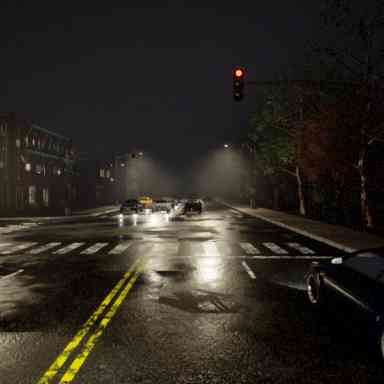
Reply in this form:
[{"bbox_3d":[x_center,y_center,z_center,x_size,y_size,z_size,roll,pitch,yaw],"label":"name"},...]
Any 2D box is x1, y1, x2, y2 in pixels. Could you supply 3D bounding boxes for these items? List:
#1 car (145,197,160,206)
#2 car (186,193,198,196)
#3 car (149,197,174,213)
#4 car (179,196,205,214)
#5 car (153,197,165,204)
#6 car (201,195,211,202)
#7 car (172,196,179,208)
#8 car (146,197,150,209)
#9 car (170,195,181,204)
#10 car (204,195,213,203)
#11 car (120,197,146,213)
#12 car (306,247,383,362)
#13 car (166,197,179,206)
[{"bbox_3d":[-6.595,1.545,55.815,1.994,1.385,4.181,0,0,0],"label":"car"},{"bbox_3d":[0.080,1.196,68.131,2.150,2.045,5.566,0,0,-1],"label":"car"},{"bbox_3d":[-3.352,1.515,36.972,1.812,1.442,4.674,0,0,0],"label":"car"},{"bbox_3d":[0.054,1.481,35.447,2.128,1.511,4.902,0,0,1],"label":"car"},{"bbox_3d":[-6.557,1.577,65.737,1.895,1.301,4.718,0,0,0],"label":"car"},{"bbox_3d":[3.223,1.509,78.568,2.033,1.411,5.357,0,0,0],"label":"car"},{"bbox_3d":[-3.354,1.476,46.240,2.128,1.511,4.902,0,0,0],"label":"car"},{"bbox_3d":[-6.603,1.463,45.904,1.882,1.535,5.008,0,0,0],"label":"car"},{"bbox_3d":[-3.304,1.453,66.596,1.882,1.535,5.008,0,0,0],"label":"car"},{"bbox_3d":[3.327,1.466,67.974,2.128,1.511,4.902,0,0,0],"label":"car"},{"bbox_3d":[-6.631,1.515,36.819,1.812,1.442,4.674,0,0,1],"label":"car"},{"bbox_3d":[3.336,1.563,5.288,1.994,1.385,4.181,0,0,1],"label":"car"},{"bbox_3d":[-3.339,1.581,56.320,1.895,1.301,4.718,0,0,0],"label":"car"}]
